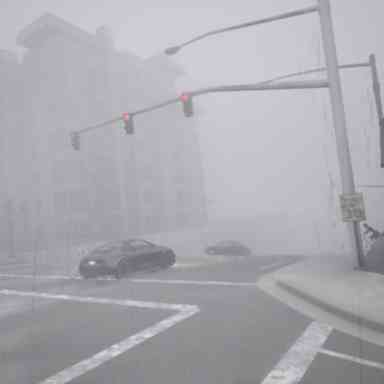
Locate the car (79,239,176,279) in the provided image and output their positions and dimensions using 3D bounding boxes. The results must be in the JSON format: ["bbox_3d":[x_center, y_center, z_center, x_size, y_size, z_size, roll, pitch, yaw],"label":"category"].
[{"bbox_3d":[-2.504,2.609,13.603,1.994,1.385,4.181,-8,-7,32],"label":"car"}]

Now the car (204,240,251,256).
[{"bbox_3d":[3.106,4.740,27.850,2.033,1.411,5.357,-9,-16,34],"label":"car"}]

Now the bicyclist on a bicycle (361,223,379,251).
[{"bbox_3d":[10.351,2.629,19.386,1.656,1.620,0.582,-9,-13,35],"label":"bicyclist on a bicycle"}]
